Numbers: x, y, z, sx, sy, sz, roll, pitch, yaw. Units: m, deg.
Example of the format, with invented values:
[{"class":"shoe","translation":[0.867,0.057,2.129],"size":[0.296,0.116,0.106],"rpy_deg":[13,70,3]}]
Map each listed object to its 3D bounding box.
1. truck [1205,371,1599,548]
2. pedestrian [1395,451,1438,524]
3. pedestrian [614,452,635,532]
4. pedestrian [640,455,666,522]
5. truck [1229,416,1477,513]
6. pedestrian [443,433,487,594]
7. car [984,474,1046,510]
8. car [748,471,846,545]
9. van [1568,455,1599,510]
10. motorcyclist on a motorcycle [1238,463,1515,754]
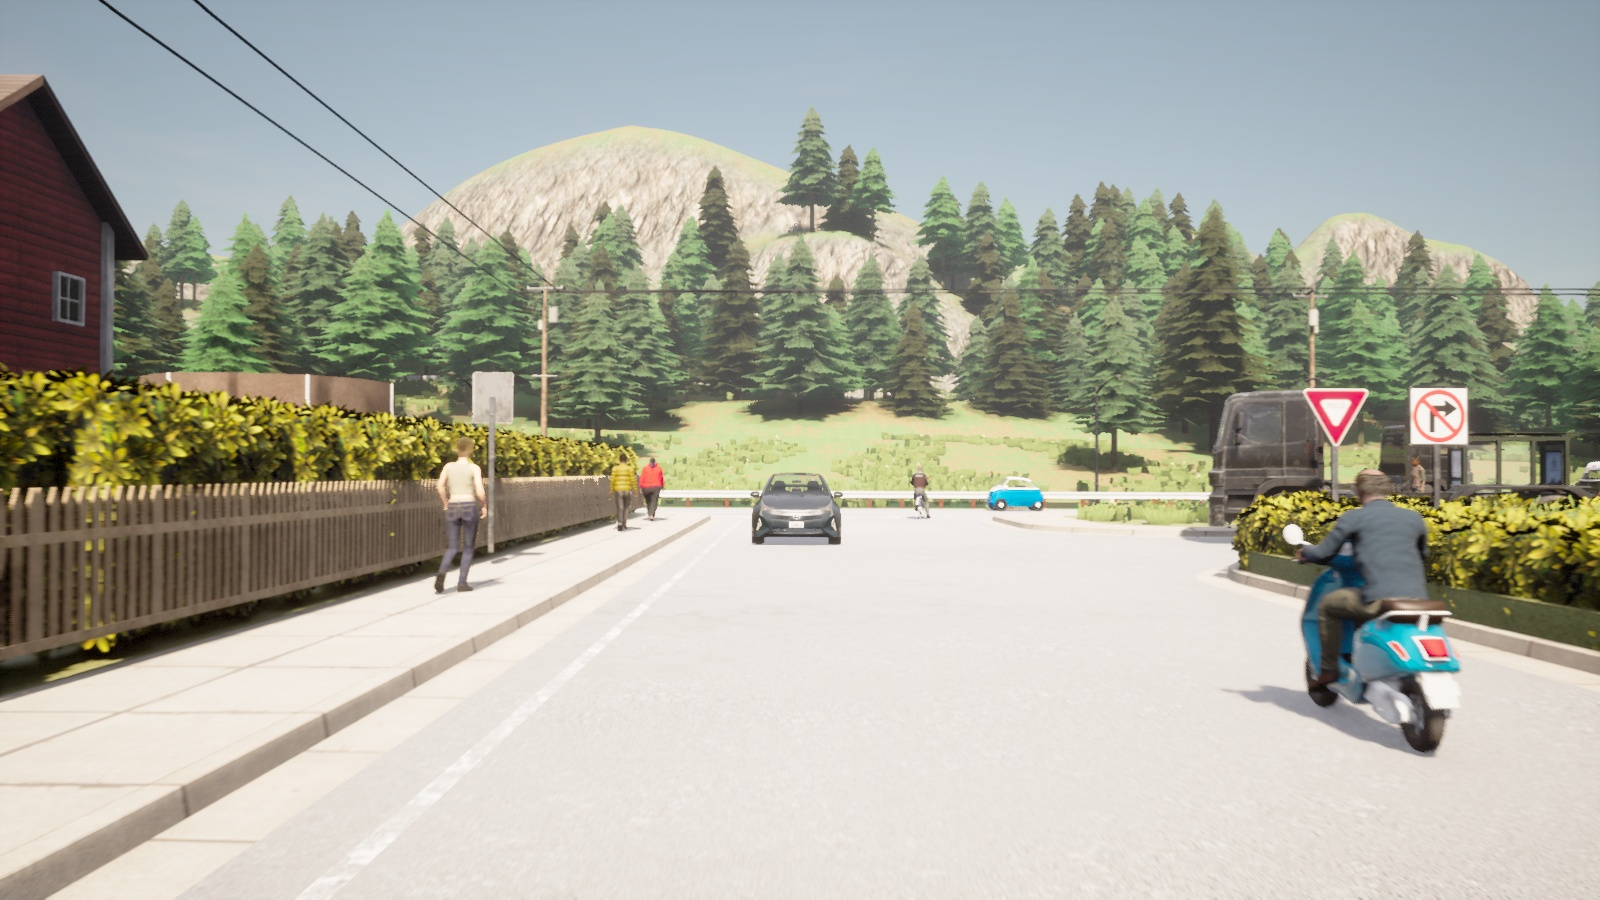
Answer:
[{"class":"truck","translation":[13.097,0.237,27.267],"size":[7.936,3.462,2.891],"rpy_deg":[-1,-1,23]},{"class":"pedestrian","translation":[15.244,0.929,31.051],"size":[0.869,1.805,0.328],"rpy_deg":[0,-1,6]},{"class":"pedestrian","translation":[-4.078,0.975,29.166],"size":[0.431,1.840,0.709],"rpy_deg":[0,-1,-3]},{"class":"pedestrian","translation":[-4.112,1.074,35.122],"size":[0.634,1.844,0.899],"rpy_deg":[0,-1,0]},{"class":"truck","translation":[20.474,0.536,46.859],"size":[7.936,3.462,2.891],"rpy_deg":[0,-1,0]},{"class":"pedestrian","translation":[-3.899,0.730,14.627],"size":[0.345,1.836,0.594],"rpy_deg":[0,-1,1]},{"class":"car","translation":[8.588,1.677,50.318],"size":[2.207,1.376,1.481],"rpy_deg":[0,-1,-2]},{"class":"car","translation":[-0.067,1.232,28.082],"size":[2.007,1.525,4.514],"rpy_deg":[0,-1,0]},{"class":"van","translation":[31.527,1.196,46.816],"size":[4.480,2.038,2.069],"rpy_deg":[0,-1,0]},{"class":"motorcyclist on a motorcycle","translation":[3.481,0.885,7.801],"size":[0.866,1.590,1.817],"rpy_deg":[0,-1,0]}]
